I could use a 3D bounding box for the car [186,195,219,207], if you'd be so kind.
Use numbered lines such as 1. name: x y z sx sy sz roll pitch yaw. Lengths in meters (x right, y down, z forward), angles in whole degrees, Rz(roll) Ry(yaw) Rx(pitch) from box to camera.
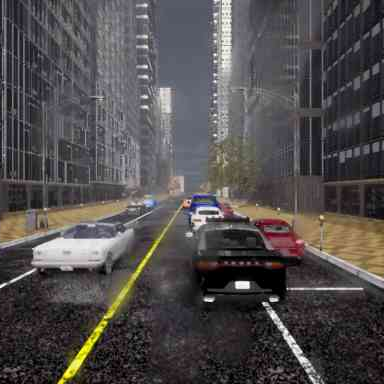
1. car: 0.833 1.224 24.327 2.150 2.045 5.566 0 0 0

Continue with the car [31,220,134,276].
1. car: -3.128 1.600 10.494 1.895 1.301 4.718 0 0 0

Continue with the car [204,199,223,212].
1. car: 2.579 1.544 40.130 2.008 1.369 4.403 0 0 0

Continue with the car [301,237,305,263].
1. car: 2.658 1.582 11.668 1.802 1.307 4.206 0 0 0

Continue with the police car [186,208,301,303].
1. police car: 0.877 1.425 8.408 1.930 1.638 5.238 0 0 0

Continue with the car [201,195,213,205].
1. car: 2.531 1.410 57.208 1.967 1.590 4.097 0 0 0

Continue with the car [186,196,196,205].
1. car: -0.165 1.493 59.057 1.812 1.442 4.674 0 0 0

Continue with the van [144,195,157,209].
1. van: -5.818 1.329 45.803 1.690 1.788 3.998 0 0 0

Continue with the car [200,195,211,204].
1. car: 2.515 1.401 62.900 1.967 1.590 4.097 0 0 0

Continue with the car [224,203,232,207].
1. car: 2.610 1.581 28.745 1.802 1.307 4.206 0 0 0

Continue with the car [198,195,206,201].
1. car: 2.452 1.463 85.670 1.887 1.381 4.507 0 0 0

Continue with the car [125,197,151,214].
1. car: -5.786 1.548 34.418 2.008 1.369 4.403 0 0 0

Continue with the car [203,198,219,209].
1. car: 2.563 1.538 45.823 2.008 1.369 4.403 0 0 0

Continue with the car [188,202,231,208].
1. car: 0.850 1.526 18.298 1.812 1.442 4.674 0 0 0

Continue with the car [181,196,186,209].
1. car: -0.112 1.339 45.921 2.097 1.767 4.553 0 0 0

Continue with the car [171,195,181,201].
1. car: -3.224 1.478 79.612 2.033 1.411 5.357 0 0 0
